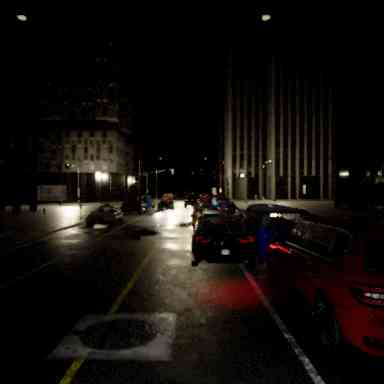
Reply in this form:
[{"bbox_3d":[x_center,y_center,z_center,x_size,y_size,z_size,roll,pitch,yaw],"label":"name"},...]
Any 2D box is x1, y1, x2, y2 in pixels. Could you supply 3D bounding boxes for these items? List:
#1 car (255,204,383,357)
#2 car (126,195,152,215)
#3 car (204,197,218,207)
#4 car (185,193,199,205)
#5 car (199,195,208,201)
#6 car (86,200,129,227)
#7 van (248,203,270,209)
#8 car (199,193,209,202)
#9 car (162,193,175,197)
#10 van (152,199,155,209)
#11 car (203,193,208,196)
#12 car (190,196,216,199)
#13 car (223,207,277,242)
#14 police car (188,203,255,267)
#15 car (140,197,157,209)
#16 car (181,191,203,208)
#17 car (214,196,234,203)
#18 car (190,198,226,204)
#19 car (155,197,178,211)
[{"bbox_3d":[2.770,1.308,5.982,2.192,1.841,5.009,0,0,0],"label":"car"},{"bbox_3d":[-5.757,1.278,33.625,2.192,1.841,5.009,0,0,0],"label":"car"},{"bbox_3d":[2.778,1.493,50.186,1.887,1.381,4.507,0,0,0],"label":"car"},{"bbox_3d":[0.021,1.176,56.874,2.150,2.045,5.566,0,0,0],"label":"car"},{"bbox_3d":[2.790,1.505,82.871,1.947,1.339,4.313,0,0,0],"label":"car"},{"bbox_3d":[-5.762,1.501,22.406,1.752,1.417,4.829,0,0,0],"label":"car"},{"bbox_3d":[2.771,1.328,11.508,1.690,1.788,3.998,0,0,0],"label":"van"},{"bbox_3d":[2.787,1.254,77.227,2.192,1.841,5.009,0,0,0],"label":"car"},{"bbox_3d":[-5.738,1.254,77.240,2.192,1.841,5.009,0,0,0],"label":"car"},{"bbox_3d":[-5.754,1.299,39.151,1.690,1.788,3.998,0,0,0],"label":"van"},{"bbox_3d":[2.776,1.272,39.135,2.192,1.841,5.009,0,0,0],"label":"car"},{"bbox_3d":[0.910,1.425,27.639,1.801,1.575,5.366,0,0,0],"label":"car"},{"bbox_3d":[2.773,1.532,17.034,2.008,1.369,4.403,0,0,0],"label":"car"},{"bbox_3d":[0.904,1.412,11.560,1.930,1.638,5.238,0,0,0],"label":"police car"},{"bbox_3d":[-5.750,1.478,44.505,1.752,1.417,4.829,0,0,0],"label":"car"},{"bbox_3d":[0.017,1.173,46.126,2.150,2.045,5.566,0,0,0],"label":"car"},{"bbox_3d":[2.774,1.409,28.085,1.967,1.590,4.097,0,0,0],"label":"car"},{"bbox_3d":[0.908,1.431,21.640,1.801,1.575,5.366,0,0,0],"label":"car"},{"bbox_3d":[-3.067,1.558,39.497,1.895,1.301,4.718,0,0,0],"label":"car"}]
